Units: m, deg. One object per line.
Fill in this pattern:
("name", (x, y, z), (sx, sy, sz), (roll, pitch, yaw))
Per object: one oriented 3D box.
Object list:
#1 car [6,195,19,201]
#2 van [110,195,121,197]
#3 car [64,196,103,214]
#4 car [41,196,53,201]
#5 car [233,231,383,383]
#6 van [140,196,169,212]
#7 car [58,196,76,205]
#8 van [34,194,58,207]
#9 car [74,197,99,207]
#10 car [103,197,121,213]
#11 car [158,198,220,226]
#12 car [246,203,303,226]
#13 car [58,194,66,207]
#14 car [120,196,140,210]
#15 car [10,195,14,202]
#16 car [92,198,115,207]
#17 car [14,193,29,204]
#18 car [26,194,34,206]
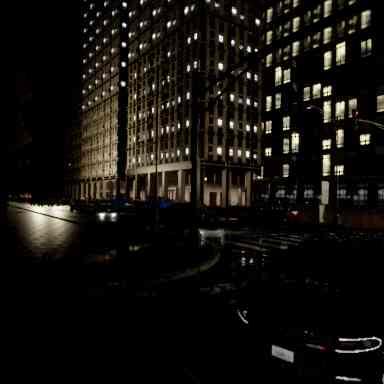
("car", (-40.184, 1.377, 74.429), (2.008, 1.369, 4.403), (1, -1, -35))
("van", (-10.498, 1.368, 46.999), (1.690, 1.788, 3.998), (1, -1, -35))
("car", (-10.814, 1.427, 32.935), (2.008, 1.369, 4.403), (1, -1, -35))
("car", (-36.610, 1.570, 83.880), (1.802, 1.307, 4.206), (1, -1, -35))
("car", (2.586, 1.480, 5.522), (1.882, 1.535, 5.008), (2, 1, 40))
("van", (-3.971, 1.382, 37.778), (1.690, 1.788, 3.998), (1, -1, -35))
("car", (-22.141, 1.463, 58.951), (1.837, 1.490, 4.892), (1, -1, -35))
("van", (-20.600, 1.197, 46.768), (1.690, 1.788, 3.998), (1, -1, -35))
("car", (-16.013, 1.517, 50.296), (2.033, 1.411, 5.357), (1, -1, -36))
("car", (-10.024, 1.471, 36.312), (2.033, 1.411, 5.357), (1, -1, -35))
("car", (-0.186, 1.425, 22.399), (1.882, 1.535, 5.008), (1, -1, -35))
("car", (5.818, 1.505, 23.945), (1.967, 1.590, 4.097), (1, -1, -35))
("car", (-19.209, 1.257, 49.451), (2.097, 1.767, 4.553), (1, -1, -35))
("car", (-7.238, 1.584, 42.386), (2.008, 1.369, 4.403), (1, -1, -35))
("car", (-36.921, 1.396, 69.819), (1.947, 1.339, 4.313), (1, -1, -35))
("car", (-13.766, 1.586, 51.607), (1.947, 1.339, 4.313), (1, -1, -35))
("car", (-30.390, 1.154, 60.600), (2.192, 1.841, 5.009), (1, -1, -35))
("car", (-23.868, 1.432, 51.377), (1.802, 1.307, 4.206), (1, -1, -35))
